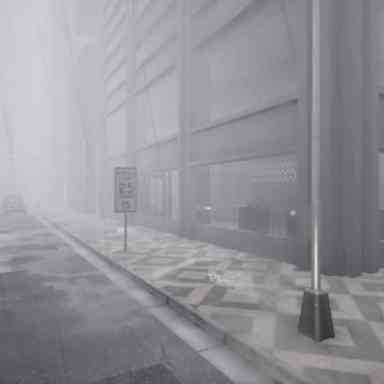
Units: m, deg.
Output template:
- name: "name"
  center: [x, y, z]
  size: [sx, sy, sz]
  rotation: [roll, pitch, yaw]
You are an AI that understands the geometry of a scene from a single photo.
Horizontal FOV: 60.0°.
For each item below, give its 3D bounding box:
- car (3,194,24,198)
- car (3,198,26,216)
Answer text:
- name: "car"
  center: [-23.046, 1.274, 42.913]
  size: [2.150, 2.045, 5.566]
  rotation: [0, 0, -29]
- name: "car"
  center: [-17.891, 1.588, 33.799]
  size: [2.033, 1.411, 5.357]
  rotation: [0, 0, -29]
